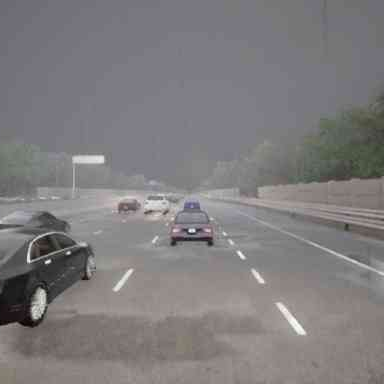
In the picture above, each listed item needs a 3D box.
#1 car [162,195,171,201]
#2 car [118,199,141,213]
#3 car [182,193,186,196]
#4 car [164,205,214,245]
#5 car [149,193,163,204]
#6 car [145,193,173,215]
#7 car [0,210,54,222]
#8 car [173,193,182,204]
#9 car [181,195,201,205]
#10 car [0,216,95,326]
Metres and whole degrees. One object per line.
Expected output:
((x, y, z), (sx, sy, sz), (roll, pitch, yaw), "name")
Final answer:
((-6.998, 1.614, 91.201), (2.033, 1.411, 5.357), (0, 0, 0), "car")
((-7.002, 1.497, 37.634), (1.882, 1.535, 5.008), (0, 0, 0), "car")
((-3.498, 1.429, 91.137), (2.097, 1.767, 4.553), (0, 0, 0), "car")
((-0.002, 1.553, 15.476), (2.033, 1.411, 5.357), (0, 0, 0), "car")
((-6.999, 1.266, 65.723), (2.150, 2.045, 5.566), (0, 0, 0), "car")
((-3.503, 1.238, 34.260), (2.150, 2.045, 5.566), (0, 0, 0), "car")
((-7.000, 1.531, 14.680), (1.812, 1.442, 4.674), (0, 0, 0), "car")
((-3.499, 1.393, 63.875), (2.097, 1.767, 4.553), (0, 0, 0), "car")
((0.001, 1.499, 40.133), (1.882, 1.535, 5.008), (0, 0, 0), "car")
((-3.500, 1.509, 7.018), (1.837, 1.490, 4.892), (0, 0, 0), "car")
